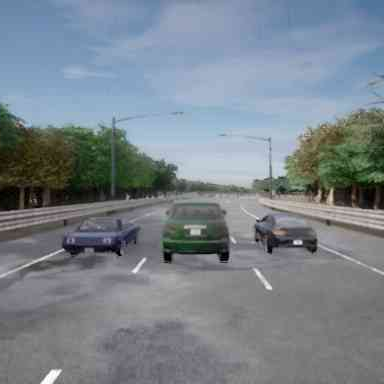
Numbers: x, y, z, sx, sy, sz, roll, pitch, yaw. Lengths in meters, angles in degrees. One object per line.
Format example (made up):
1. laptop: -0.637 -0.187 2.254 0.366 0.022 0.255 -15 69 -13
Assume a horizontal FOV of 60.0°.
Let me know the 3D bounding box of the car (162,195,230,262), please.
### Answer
1. car: 0.167 1.264 12.448 2.150 2.045 5.566 0 0 1

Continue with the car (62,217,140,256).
1. car: -3.313 1.643 13.185 1.895 1.301 4.718 0 0 2

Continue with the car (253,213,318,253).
1. car: 3.707 1.569 13.727 1.812 1.442 4.674 0 0 2
